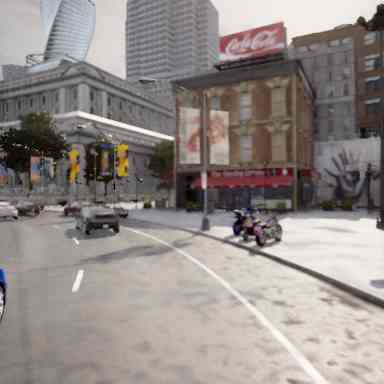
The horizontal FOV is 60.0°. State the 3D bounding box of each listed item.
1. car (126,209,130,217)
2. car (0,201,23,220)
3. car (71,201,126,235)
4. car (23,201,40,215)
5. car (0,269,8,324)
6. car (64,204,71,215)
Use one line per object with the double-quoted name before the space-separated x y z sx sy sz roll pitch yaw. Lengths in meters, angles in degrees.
"car" -6.955 1.609 27.745 1.895 1.301 4.718 -1 0 -33
"car" -16.383 1.621 28.438 1.812 1.442 4.674 0 0 -43
"car" -5.586 1.522 19.377 1.837 1.490 4.892 0 0 -27
"car" -17.287 1.620 34.111 4.674 1.442 1.812 0 0 42
"car" -3.941 1.506 3.797 1.882 1.535 5.008 0 0 -6
"car" -10.697 1.560 32.085 2.002 1.452 4.674 -1 0 -43
